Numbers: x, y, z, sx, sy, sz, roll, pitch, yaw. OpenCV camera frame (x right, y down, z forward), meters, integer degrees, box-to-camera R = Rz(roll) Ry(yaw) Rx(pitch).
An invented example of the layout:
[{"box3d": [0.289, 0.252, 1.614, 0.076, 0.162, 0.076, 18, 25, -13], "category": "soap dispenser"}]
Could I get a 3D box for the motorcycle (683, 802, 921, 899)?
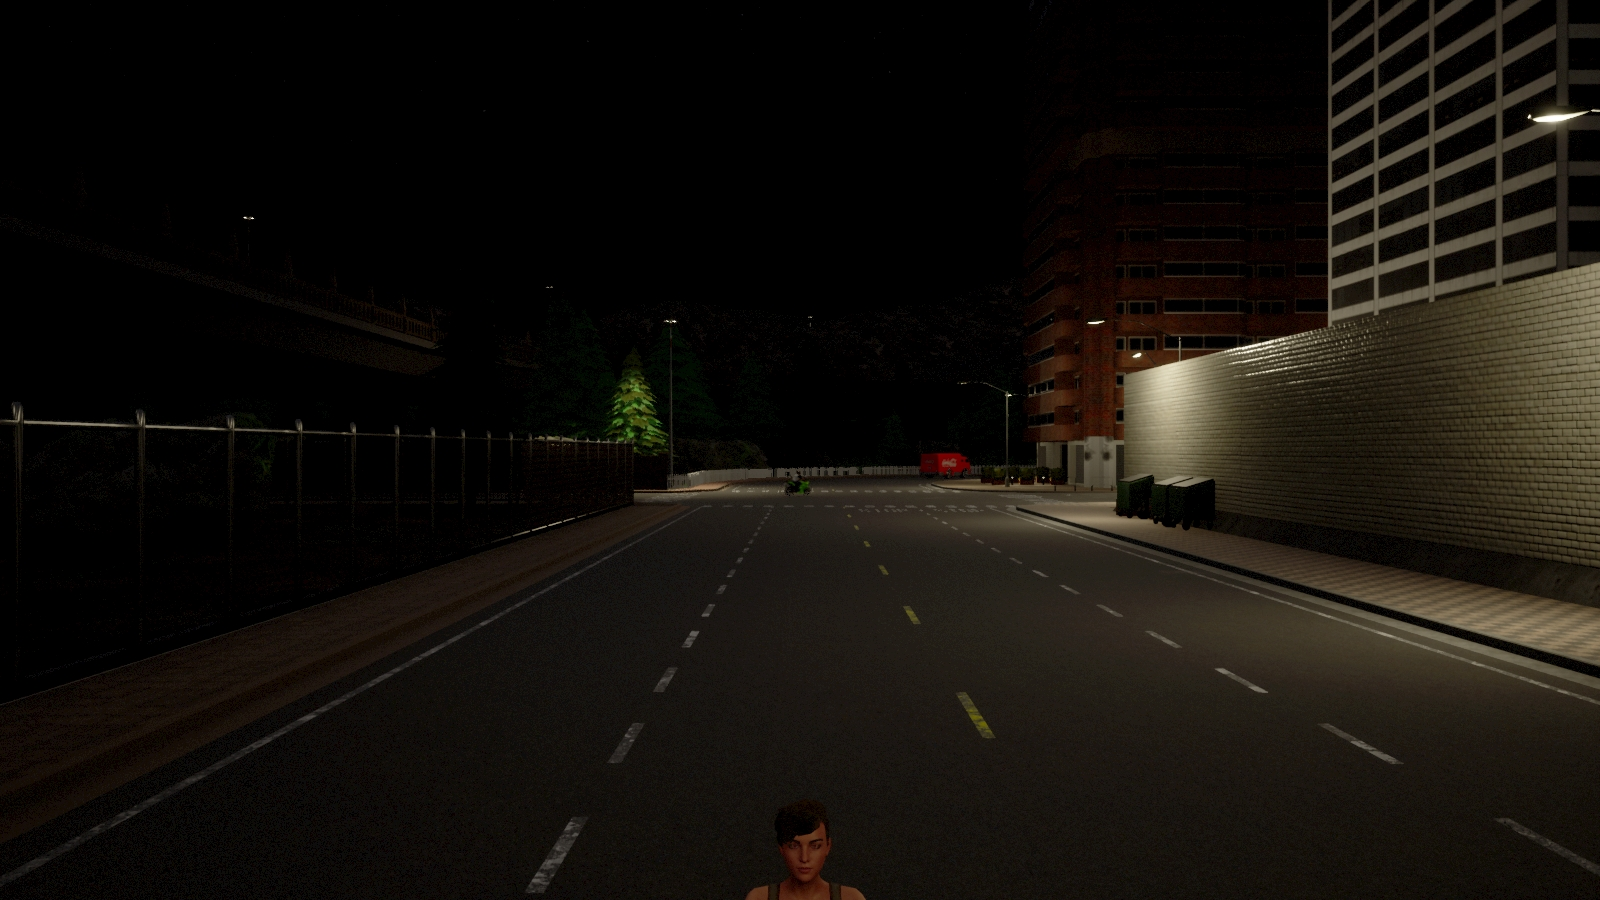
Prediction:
[{"box3d": [0.006, 2.099, 3.507, 0.764, 1.307, 2.356, 0, 0, 0], "category": "motorcycle"}]
